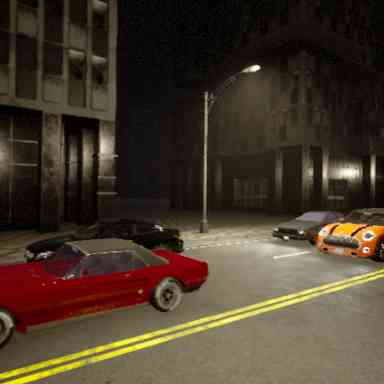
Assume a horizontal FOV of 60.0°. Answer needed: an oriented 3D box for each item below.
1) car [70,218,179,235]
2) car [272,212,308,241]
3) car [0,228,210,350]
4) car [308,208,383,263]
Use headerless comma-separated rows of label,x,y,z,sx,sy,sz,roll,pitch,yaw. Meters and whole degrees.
car,-2.392,1.544,9.945,4.674,1.442,1.812,0,0,-35
car,6.275,1.619,16.049,5.357,1.411,2.033,0,0,-35
car,-2.055,1.610,6.201,4.718,1.301,1.895,0,0,-35
car,6.752,1.415,12.424,4.553,1.767,2.097,0,0,-35
